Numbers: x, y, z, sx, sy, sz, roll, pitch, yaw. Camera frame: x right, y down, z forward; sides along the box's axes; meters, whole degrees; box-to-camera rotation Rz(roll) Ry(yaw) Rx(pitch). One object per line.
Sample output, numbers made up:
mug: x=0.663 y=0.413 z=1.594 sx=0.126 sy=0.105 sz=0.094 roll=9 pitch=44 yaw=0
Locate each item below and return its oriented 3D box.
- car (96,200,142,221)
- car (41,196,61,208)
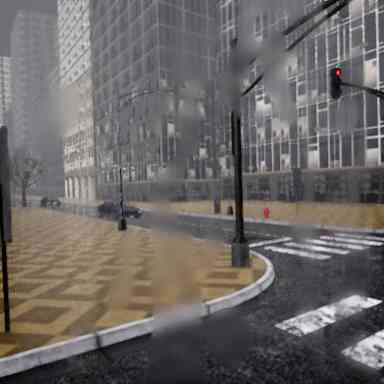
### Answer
car: x=-5.768 y=1.347 z=25.653 sx=2.033 sy=1.411 sz=5.357 roll=-3 pitch=1 yaw=-35
car: x=-18.983 y=1.310 z=44.640 sx=2.128 sy=1.511 sz=4.902 roll=-3 pitch=1 yaw=-34
